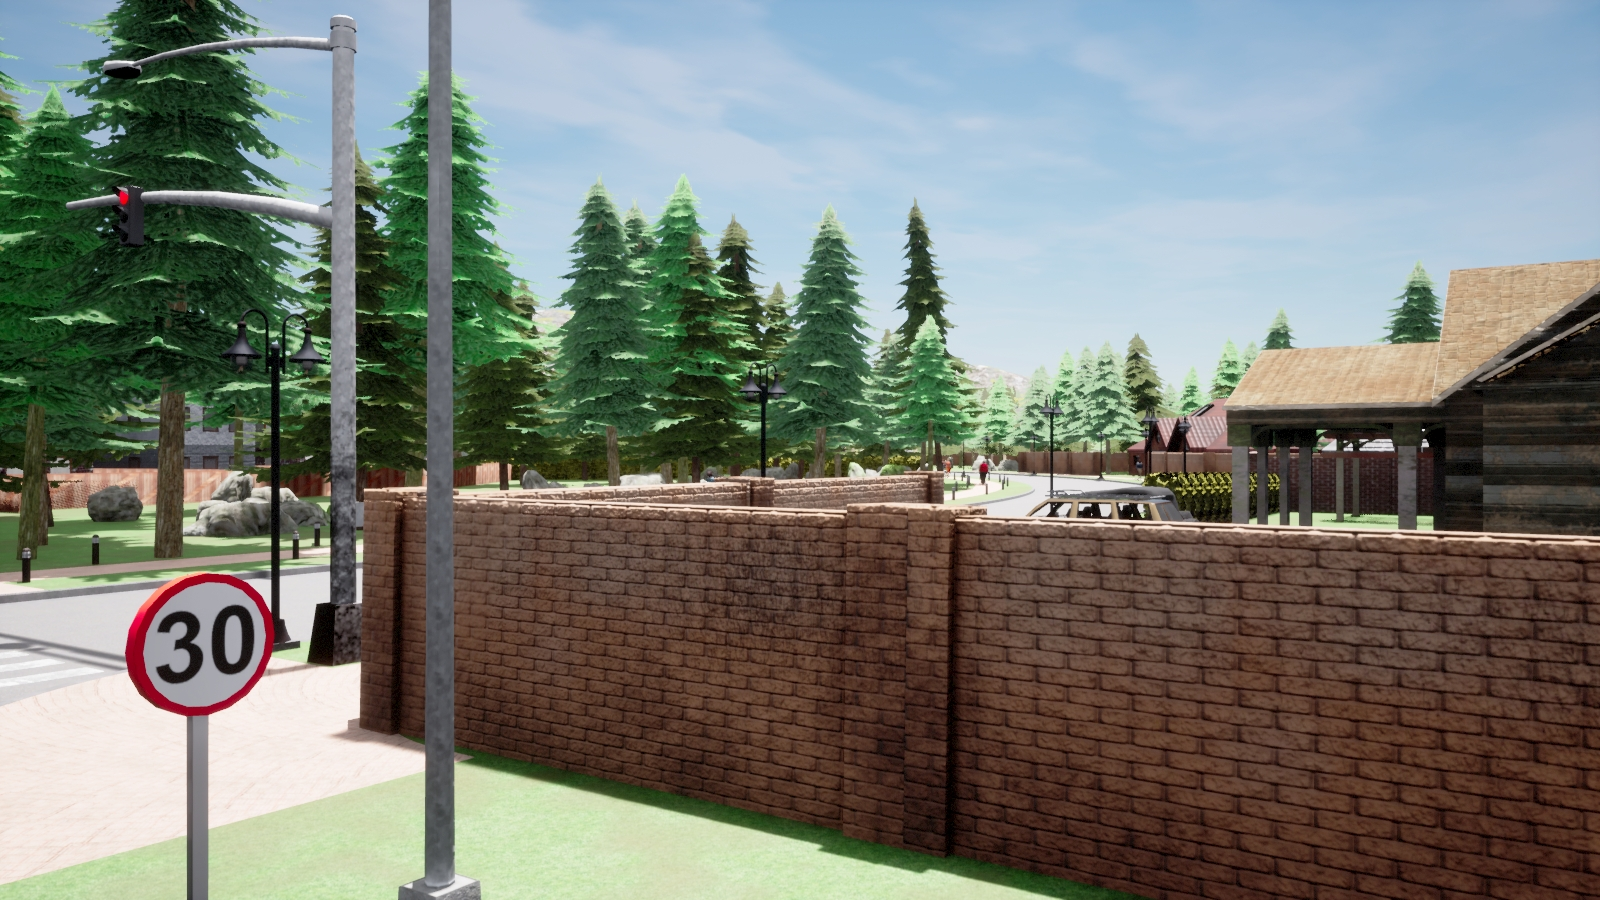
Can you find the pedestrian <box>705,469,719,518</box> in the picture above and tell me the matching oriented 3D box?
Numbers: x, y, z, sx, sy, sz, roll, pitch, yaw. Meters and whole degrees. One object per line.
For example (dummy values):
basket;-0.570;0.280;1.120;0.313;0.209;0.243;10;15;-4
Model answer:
pedestrian;-3.352;1.646;43.660;0.375;1.860;0.375;0;0;34
